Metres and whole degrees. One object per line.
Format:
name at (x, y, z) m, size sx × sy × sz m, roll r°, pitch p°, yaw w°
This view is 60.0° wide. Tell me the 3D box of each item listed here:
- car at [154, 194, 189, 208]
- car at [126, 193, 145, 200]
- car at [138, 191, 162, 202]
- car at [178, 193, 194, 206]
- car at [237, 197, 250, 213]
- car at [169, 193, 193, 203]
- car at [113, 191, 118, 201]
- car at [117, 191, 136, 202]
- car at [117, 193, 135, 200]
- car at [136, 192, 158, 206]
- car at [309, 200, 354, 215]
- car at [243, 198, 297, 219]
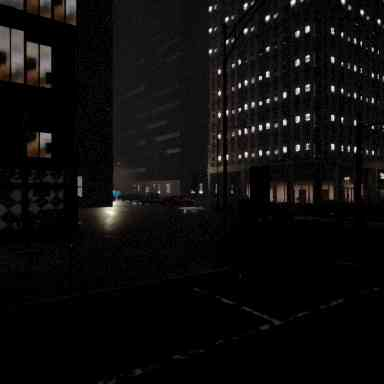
car at (-2.496, 1.212, 40.507) m, size 1.802 × 1.307 × 4.206 m, roll 1°, pitch 0°, yaw -33°
car at (-11.522, 0.864, 67.789) m, size 1.947 × 1.339 × 4.313 m, roll 1°, pitch 0°, yaw -36°
car at (-7.308, 0.779, 57.550) m, size 2.097 × 1.767 × 4.553 m, roll 0°, pitch 1°, yaw -35°
car at (-1.601, 1.076, 43.851) m, size 1.882 × 1.535 × 5.008 m, roll 0°, pitch 1°, yaw -33°
car at (6.326, 1.255, 31.426) m, size 2.128 × 1.511 × 4.902 m, roll 0°, pitch 1°, yaw -32°
car at (-1.876, 0.926, 54.343) m, size 1.967 × 1.590 × 4.097 m, roll 1°, pitch 0°, yaw -35°
car at (-14.992, 0.920, 58.883) m, size 1.887 × 1.381 × 4.507 m, roll 1°, pitch 0°, yaw -35°
car at (-10.373, 0.926, 57.030) m, size 2.128 × 1.511 × 4.902 m, roll 0°, pitch 1°, yaw -35°
car at (-13.127, 0.876, 65.724) m, size 1.994 × 1.385 × 4.181 m, roll 0°, pitch 1°, yaw -36°
car at (-5.445, 1.094, 45.003) m, size 1.752 × 1.417 × 4.829 m, roll 1°, pitch 0°, yaw -33°
car at (13.020, 1.377, 31.244) m, size 1.802 × 1.307 × 4.206 m, roll 1°, pitch 0°, yaw -32°
car at (6.401, 1.399, 26.551) m, size 1.802 × 1.307 × 4.206 m, roll 1°, pitch 0°, yaw -32°
